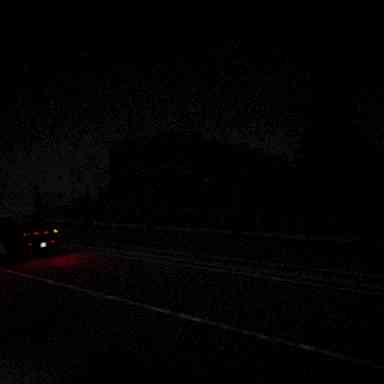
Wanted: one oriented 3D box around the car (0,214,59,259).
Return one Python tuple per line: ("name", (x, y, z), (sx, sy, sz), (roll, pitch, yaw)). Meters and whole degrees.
("car", (-7.319, 1.650, 13.409), (4.892, 1.490, 1.837), (0, 0, 36))
